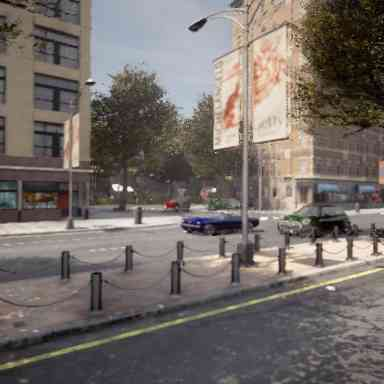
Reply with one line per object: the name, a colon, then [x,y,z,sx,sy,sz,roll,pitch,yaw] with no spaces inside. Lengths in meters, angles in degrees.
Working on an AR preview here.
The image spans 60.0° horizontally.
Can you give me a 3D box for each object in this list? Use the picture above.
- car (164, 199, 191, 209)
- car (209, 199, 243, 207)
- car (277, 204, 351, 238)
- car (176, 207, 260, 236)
car: [-2.169,1.747,47.257,1.882,1.535,5.008,1,0,-37]
car: [4.019,1.614,39.092,2.097,1.767,4.553,1,0,-39]
car: [6.907,1.510,18.742,4.553,1.767,2.097,1,0,-36]
car: [1.671,1.728,19.308,4.718,1.301,1.895,1,0,-35]
